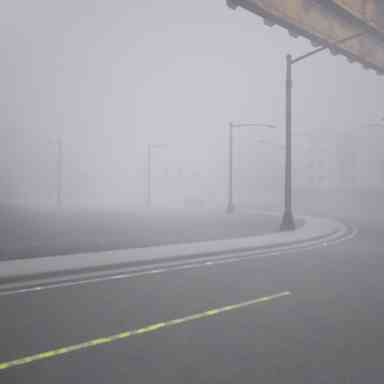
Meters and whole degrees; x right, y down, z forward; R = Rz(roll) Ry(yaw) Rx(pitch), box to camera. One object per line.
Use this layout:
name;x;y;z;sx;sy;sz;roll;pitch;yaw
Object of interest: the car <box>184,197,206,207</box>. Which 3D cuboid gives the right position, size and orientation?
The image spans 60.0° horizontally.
car;0.453;1.676;59.903;2.097;1.767;4.553;1;0;-37
